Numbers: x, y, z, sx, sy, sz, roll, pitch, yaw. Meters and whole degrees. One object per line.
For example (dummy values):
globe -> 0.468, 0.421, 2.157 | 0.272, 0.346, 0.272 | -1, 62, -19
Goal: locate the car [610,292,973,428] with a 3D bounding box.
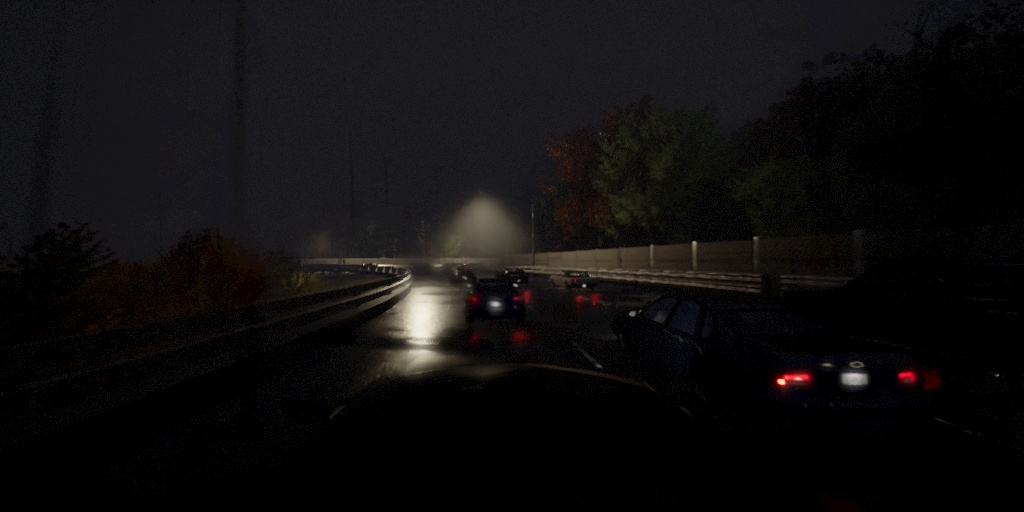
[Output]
car -> 3.389, 1.351, 6.185 | 2.033, 1.411, 5.357 | 0, -1, -3

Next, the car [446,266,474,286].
car -> -4.207, 1.769, 30.362 | 1.994, 1.385, 4.181 | 0, -1, -15

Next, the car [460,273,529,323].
car -> -0.697, 1.489, 13.009 | 1.994, 1.385, 4.181 | 0, -1, -6

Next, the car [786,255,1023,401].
car -> 7.433, 1.008, 6.012 | 2.150, 2.045, 5.566 | 0, -1, -9

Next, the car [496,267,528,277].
car -> -0.110, 1.653, 28.676 | 2.128, 1.511, 4.902 | 0, -1, -15

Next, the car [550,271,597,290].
car -> 4.255, 1.698, 25.666 | 1.895, 1.301, 4.718 | 0, -1, -13
